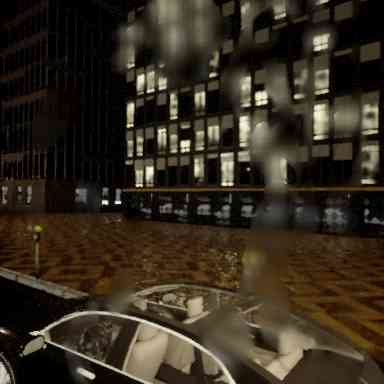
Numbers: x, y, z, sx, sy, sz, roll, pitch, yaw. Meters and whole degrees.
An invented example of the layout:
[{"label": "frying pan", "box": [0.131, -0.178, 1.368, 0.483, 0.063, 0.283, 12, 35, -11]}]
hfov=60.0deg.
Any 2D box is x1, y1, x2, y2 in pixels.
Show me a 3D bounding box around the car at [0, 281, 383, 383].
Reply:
[{"label": "car", "box": [-0.317, 1.570, 3.124, 4.403, 1.369, 2.008, 1, -1, 36]}]
